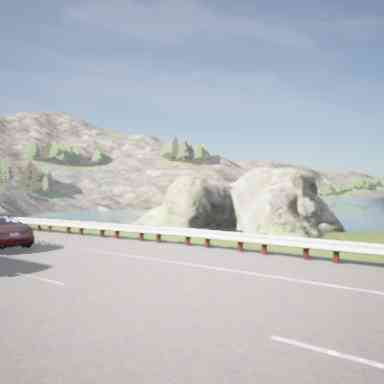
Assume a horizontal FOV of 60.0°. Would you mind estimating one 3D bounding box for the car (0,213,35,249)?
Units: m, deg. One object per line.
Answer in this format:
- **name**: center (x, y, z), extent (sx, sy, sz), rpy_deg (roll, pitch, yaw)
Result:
- **car**: center (-8.248, 1.538, 13.300), extent (4.181, 1.385, 1.994), rpy_deg (0, 0, 31)
